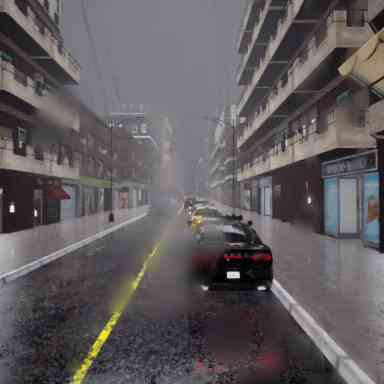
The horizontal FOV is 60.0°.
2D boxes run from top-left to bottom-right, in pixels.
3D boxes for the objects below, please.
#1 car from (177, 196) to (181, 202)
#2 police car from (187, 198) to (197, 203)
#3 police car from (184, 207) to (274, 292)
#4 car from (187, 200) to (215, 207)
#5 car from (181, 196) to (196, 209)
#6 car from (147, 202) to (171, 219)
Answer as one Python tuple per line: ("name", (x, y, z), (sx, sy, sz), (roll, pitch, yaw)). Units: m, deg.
("car", (-2.889, 1.835, 84.340), (1.812, 1.442, 4.674), (0, 0, 0))
("police car", (0.785, 1.485, 25.141), (1.930, 1.638, 5.238), (0, 0, 0))
("police car", (0.812, 1.437, 9.138), (1.930, 1.638, 5.238), (0, 0, 0))
("car", (0.795, 1.494, 19.221), (1.801, 1.575, 5.366), (0, 0, 0))
("car", (-0.050, 1.503, 47.599), (2.097, 1.767, 4.553), (0, 0, 0))
("car", (-2.900, 1.628, 30.207), (2.033, 1.411, 5.357), (0, 0, 0))
